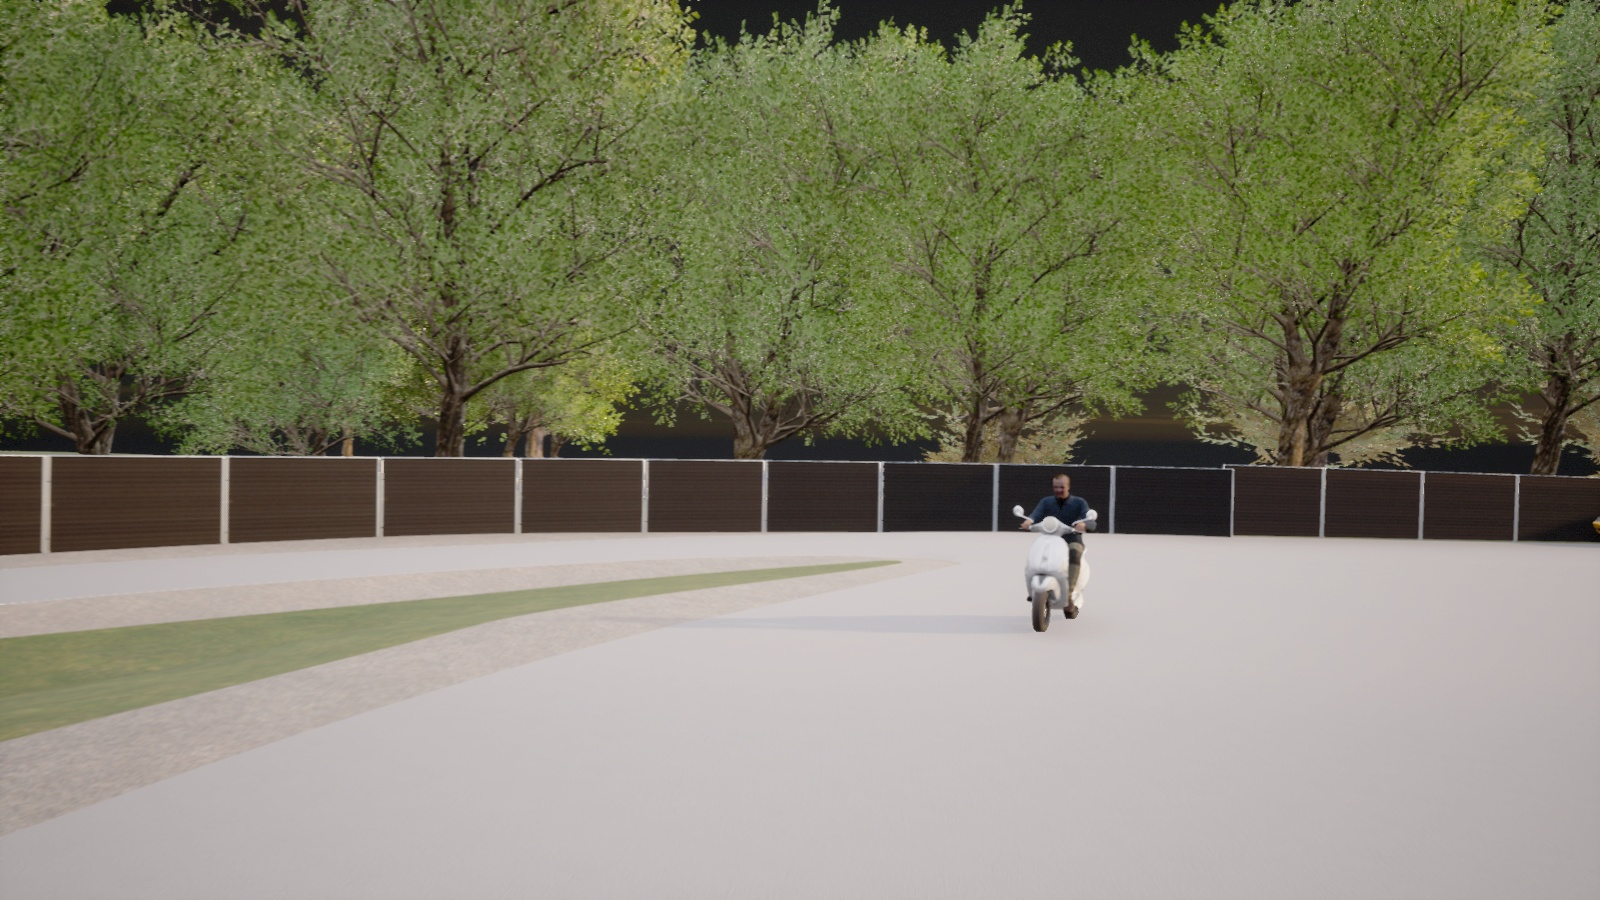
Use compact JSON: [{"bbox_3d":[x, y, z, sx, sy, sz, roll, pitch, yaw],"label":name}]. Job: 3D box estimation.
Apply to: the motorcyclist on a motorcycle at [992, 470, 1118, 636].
[{"bbox_3d":[2.704,1.021,13.158,0.866,1.590,1.817,1,-1,25],"label":"motorcyclist on a motorcycle"}]
